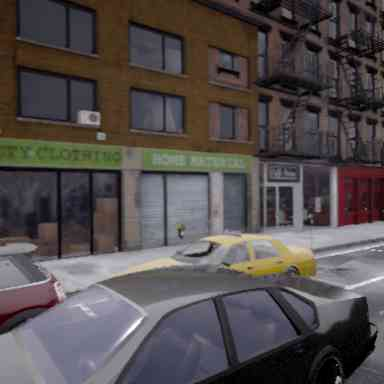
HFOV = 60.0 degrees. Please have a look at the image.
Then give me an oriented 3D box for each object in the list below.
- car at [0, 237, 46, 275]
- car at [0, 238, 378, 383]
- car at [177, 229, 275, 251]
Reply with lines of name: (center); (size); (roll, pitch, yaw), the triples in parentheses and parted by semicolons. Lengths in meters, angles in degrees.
car: (-3.673, 1.443, 3.922); (4.097, 1.590, 1.967); (0, 0, -36)
car: (-0.248, 1.542, 3.215); (5.357, 1.411, 2.033); (0, 0, -37)
car: (0.663, 1.509, 7.016); (4.829, 1.417, 1.752); (0, 0, -36)
